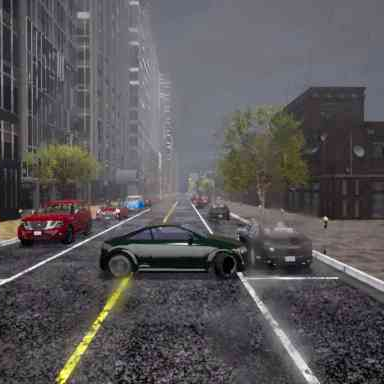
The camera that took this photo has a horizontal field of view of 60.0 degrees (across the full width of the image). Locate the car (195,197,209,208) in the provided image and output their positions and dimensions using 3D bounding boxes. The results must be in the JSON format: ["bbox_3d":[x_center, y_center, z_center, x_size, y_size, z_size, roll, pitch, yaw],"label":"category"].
[{"bbox_3d":[1.463,1.509,49.954,1.752,1.417,4.829,-1,0,-1],"label":"car"}]

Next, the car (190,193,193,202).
[{"bbox_3d":[0.910,1.291,71.915,2.192,1.841,5.009,-1,0,-1],"label":"car"}]

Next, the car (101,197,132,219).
[{"bbox_3d":[-6.352,1.432,26.724,1.967,1.590,4.097,-1,0,-1],"label":"car"}]

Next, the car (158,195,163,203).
[{"bbox_3d":[-7.325,1.522,66.184,1.887,1.381,4.507,-1,0,-1],"label":"car"}]

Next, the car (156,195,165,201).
[{"bbox_3d":[-7.737,1.497,82.613,1.752,1.417,4.829,-1,0,-1],"label":"car"}]

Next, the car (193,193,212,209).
[{"bbox_3d":[1.602,1.301,44.251,2.192,1.841,5.009,-1,0,-1],"label":"car"}]

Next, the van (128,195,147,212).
[{"bbox_3d":[-6.637,1.329,38.518,1.690,1.788,3.998,-1,0,-1],"label":"van"}]

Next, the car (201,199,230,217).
[{"bbox_3d":[2.051,1.543,26.918,2.008,1.369,4.403,-1,0,-1],"label":"car"}]

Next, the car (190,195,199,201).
[{"bbox_3d":[0.638,1.538,82.981,1.947,1.339,4.313,-1,0,-1],"label":"car"}]

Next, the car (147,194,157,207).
[{"bbox_3d":[-6.913,1.299,49.584,2.192,1.841,5.009,-1,0,-1],"label":"car"}]

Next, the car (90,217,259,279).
[{"bbox_3d":[-0.453,1.556,9.454,4.181,1.385,1.994,0,0,-1],"label":"car"}]

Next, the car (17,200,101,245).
[{"bbox_3d":[-6.167,1.310,15.656,2.192,1.841,5.009,-1,0,-1],"label":"car"}]

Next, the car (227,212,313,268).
[{"bbox_3d":[2.566,1.548,11.058,2.008,1.369,4.403,-1,0,-1],"label":"car"}]
